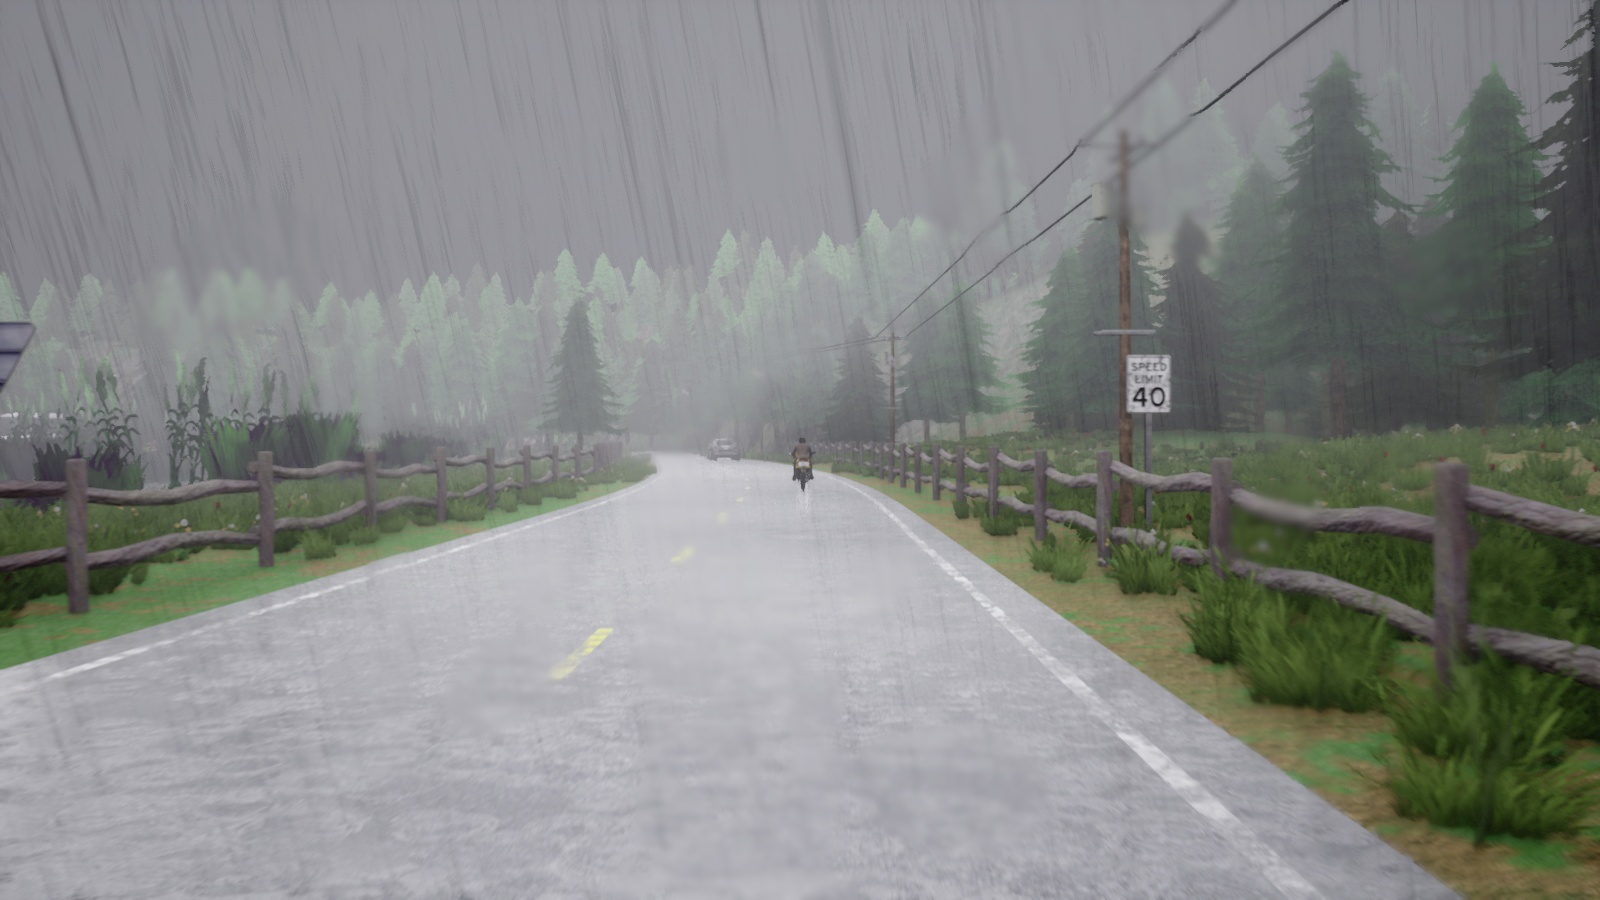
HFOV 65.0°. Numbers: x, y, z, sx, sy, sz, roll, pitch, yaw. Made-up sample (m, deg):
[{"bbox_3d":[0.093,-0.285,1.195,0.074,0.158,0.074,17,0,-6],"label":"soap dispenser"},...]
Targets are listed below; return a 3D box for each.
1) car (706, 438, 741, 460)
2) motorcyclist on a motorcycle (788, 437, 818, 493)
[{"bbox_3d":[-5.263,-0.063,86.119,1.970,1.475,3.806,0,1,-10],"label":"car"},{"bbox_3d":[0.070,0.402,35.599,0.797,1.523,2.044,0,1,-1],"label":"motorcyclist on a motorcycle"}]
